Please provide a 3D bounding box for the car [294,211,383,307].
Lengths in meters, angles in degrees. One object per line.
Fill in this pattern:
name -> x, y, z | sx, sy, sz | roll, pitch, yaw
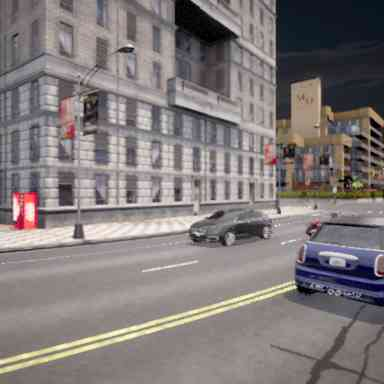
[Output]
car -> 4.339, 1.347, 7.681 | 4.553, 1.767, 2.097 | 0, 0, -41

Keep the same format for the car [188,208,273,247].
car -> 1.893, 1.503, 15.196 | 1.837, 1.490, 4.892 | 0, 0, 43

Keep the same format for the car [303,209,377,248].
car -> 7.123, 1.595, 15.754 | 1.895, 1.301, 4.718 | 0, 0, 41
